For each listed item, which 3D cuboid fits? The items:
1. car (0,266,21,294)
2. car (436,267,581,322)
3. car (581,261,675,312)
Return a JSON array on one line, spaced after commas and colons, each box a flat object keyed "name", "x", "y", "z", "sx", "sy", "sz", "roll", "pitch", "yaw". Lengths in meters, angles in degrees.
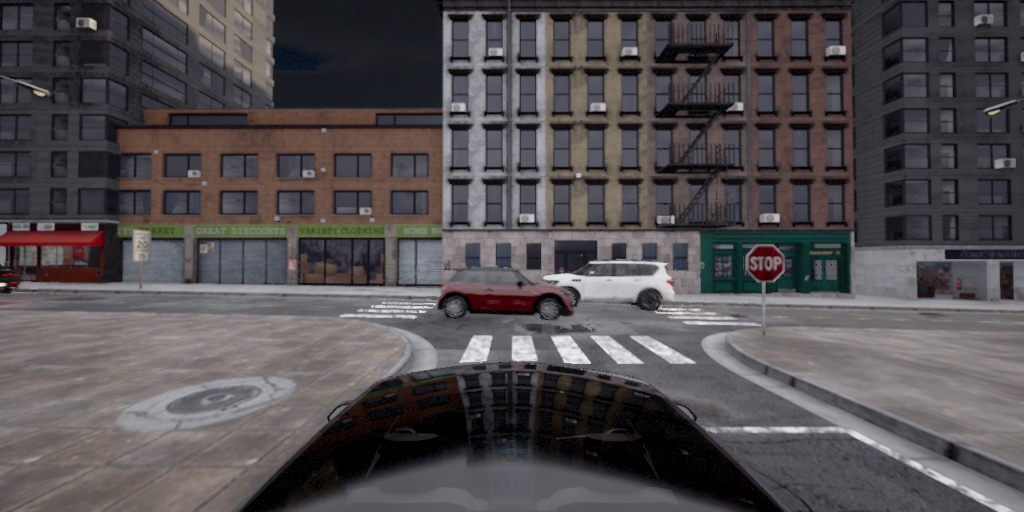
[{"name": "car", "x": -24.394, "y": 0.951, "z": 15.437, "sx": 4.892, "sy": 1.490, "sz": 1.837, "roll": 1, "pitch": -1, "yaw": 0}, {"name": "car", "x": -0.193, "y": 1.197, "z": 12.408, "sx": 4.553, "sy": 1.767, "sz": 2.097, "roll": 1, "pitch": -1, "yaw": 0}, {"name": "car", "x": 3.977, "y": 1.200, "z": 15.346, "sx": 5.566, "sy": 2.045, "sz": 2.150, "roll": 1, "pitch": -1, "yaw": 0}]
